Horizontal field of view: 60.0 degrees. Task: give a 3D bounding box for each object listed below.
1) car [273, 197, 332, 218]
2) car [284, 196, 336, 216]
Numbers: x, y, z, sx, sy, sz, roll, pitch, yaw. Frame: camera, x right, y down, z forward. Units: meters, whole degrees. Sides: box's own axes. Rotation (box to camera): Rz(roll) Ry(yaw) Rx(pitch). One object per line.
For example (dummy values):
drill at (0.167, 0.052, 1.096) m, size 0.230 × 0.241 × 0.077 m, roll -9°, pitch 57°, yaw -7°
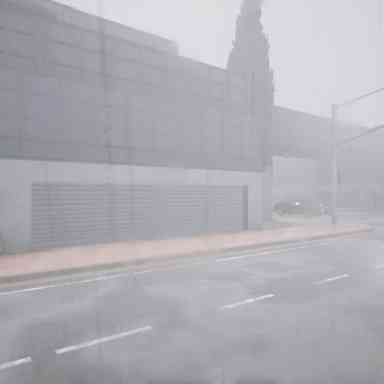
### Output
car at (9.703, 1.491, 30.360) m, size 2.128 × 1.511 × 4.902 m, roll 0°, pitch 0°, yaw -37°
car at (11.793, 1.352, 33.417) m, size 2.097 × 1.767 × 4.553 m, roll 0°, pitch 0°, yaw -37°
